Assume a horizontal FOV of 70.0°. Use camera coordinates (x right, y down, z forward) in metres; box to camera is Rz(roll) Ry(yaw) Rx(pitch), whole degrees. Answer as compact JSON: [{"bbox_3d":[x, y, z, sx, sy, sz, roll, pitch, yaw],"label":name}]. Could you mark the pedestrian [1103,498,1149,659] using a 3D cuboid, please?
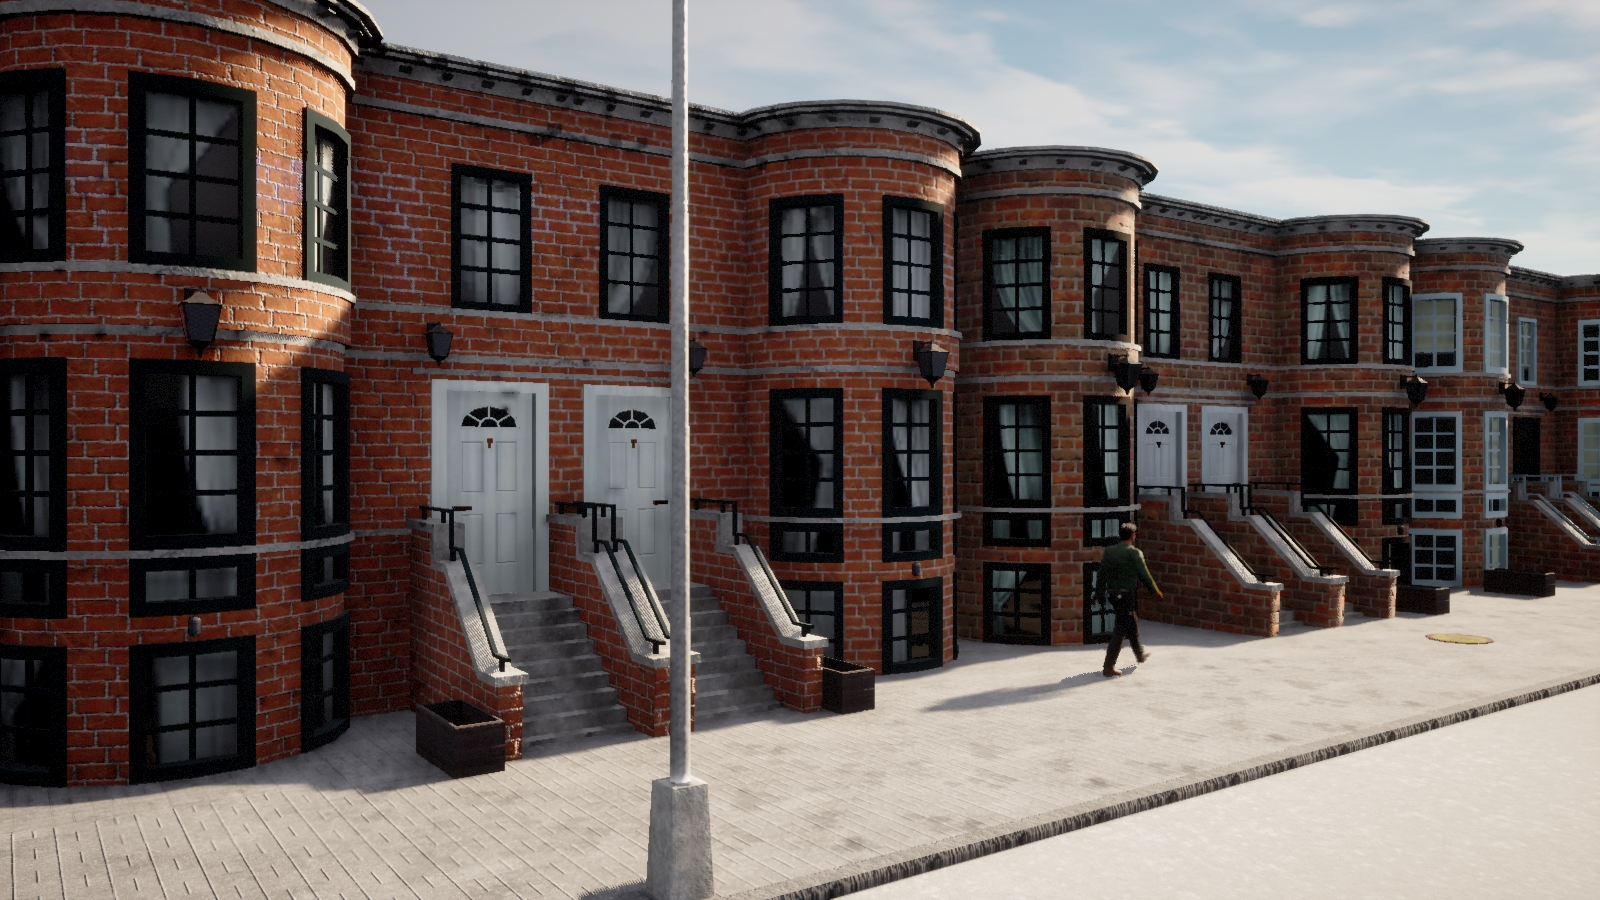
[{"bbox_3d":[3.887,1.520,13.642,0.375,1.860,0.375,0,0,-32],"label":"pedestrian"}]
